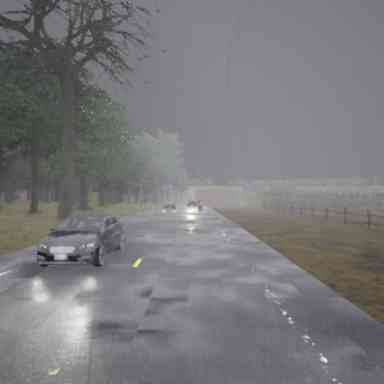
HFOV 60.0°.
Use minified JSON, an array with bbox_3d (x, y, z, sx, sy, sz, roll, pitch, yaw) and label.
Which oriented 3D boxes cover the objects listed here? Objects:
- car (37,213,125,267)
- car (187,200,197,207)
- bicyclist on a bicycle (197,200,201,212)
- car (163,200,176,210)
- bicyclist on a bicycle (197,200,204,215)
[{"bbox_3d":[-3.599,1.526,11.578,2.128,1.511,4.902,0,0,0],"label":"car"},{"bbox_3d":[0.041,2.343,68.144,1.837,1.490,4.892,0,-3,1],"label":"car"},{"bbox_3d":[0.965,1.887,46.255,0.582,1.620,1.656,0,-1,0],"label":"bicyclist on a bicycle"},{"bbox_3d":[-3.563,2.027,52.993,1.882,1.535,5.008,0,-1,0],"label":"car"},{"bbox_3d":[0.943,1.725,37.232,0.866,1.612,1.509,0,0,0],"label":"bicyclist on a bicycle"}]
